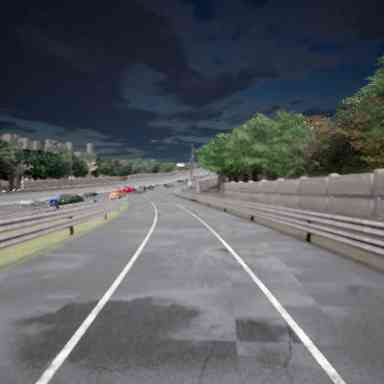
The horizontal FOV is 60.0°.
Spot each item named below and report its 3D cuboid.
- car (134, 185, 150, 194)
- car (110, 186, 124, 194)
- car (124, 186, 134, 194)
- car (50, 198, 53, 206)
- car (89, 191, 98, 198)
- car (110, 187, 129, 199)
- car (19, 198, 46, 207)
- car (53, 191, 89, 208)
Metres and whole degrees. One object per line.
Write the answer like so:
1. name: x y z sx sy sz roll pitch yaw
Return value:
1. car: -13.411 -0.308 89.365 1.994 1.385 4.181 0 3 9
2. car: -20.349 -0.553 90.292 2.097 1.767 4.553 0 3 9
3. car: -16.873 -0.661 89.861 2.150 2.045 5.566 0 3 9
4. car: -21.875 1.381 55.848 1.882 1.535 5.008 0 3 8
5. car: -22.696 0.460 74.526 2.128 1.511 4.902 0 3 8
6. car: -16.006 0.428 71.899 2.097 1.767 4.553 0 3 8
7. car: -25.687 1.585 53.991 1.895 1.301 4.718 0 3 8
8. car: -18.859 1.272 52.214 2.150 2.045 5.566 0 3 8
